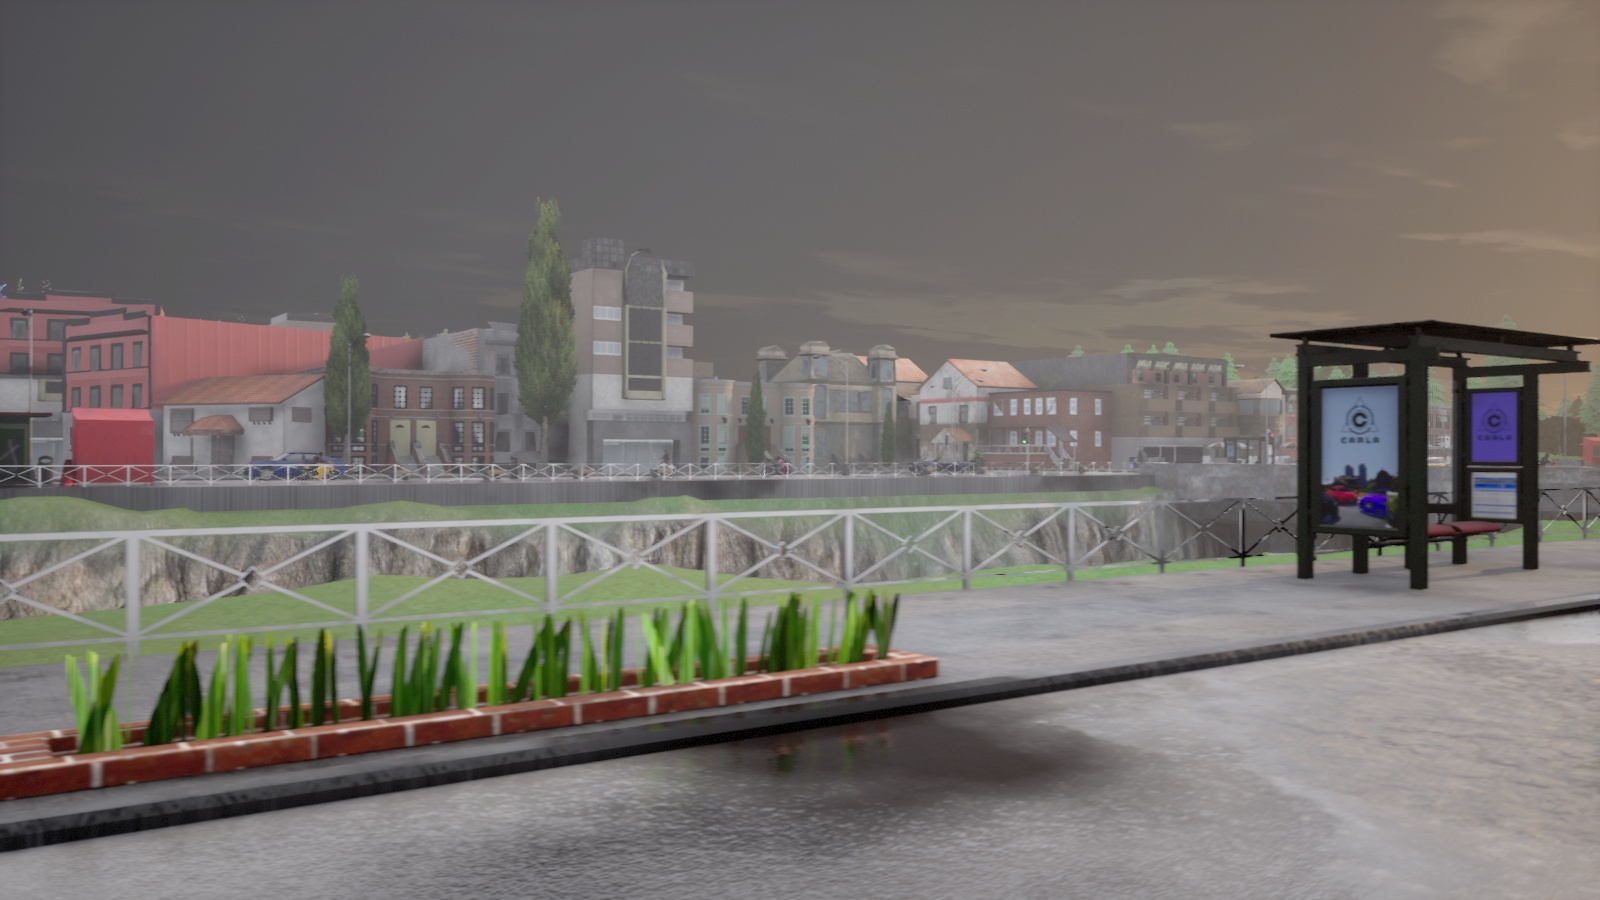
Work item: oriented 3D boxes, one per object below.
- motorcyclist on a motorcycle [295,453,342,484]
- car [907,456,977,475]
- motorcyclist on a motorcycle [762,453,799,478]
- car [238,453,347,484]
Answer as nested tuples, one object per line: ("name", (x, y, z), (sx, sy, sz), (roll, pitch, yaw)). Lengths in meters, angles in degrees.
("motorcyclist on a motorcycle", (-24.046, 0.931, 62.714), (2.044, 1.523, 0.797), (0, 0, -35))
("car", (9.759, 1.036, 86.259), (4.718, 1.301, 1.895), (0, 0, -35))
("motorcyclist on a motorcycle", (-1.236, 0.975, 78.600), (2.191, 1.530, 0.866), (0, 0, -35))
("car", (-26.587, 0.940, 65.820), (5.008, 1.535, 1.882), (0, 0, -35))
